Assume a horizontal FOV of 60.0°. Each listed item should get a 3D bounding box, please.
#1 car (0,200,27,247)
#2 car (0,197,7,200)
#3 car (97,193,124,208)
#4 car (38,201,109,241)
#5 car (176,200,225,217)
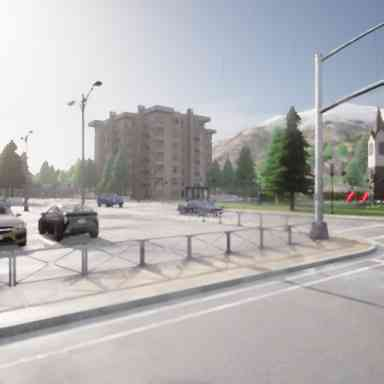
[{"bbox_3d":[-8.375,1.326,13.790,2.152,1.636,5.027,0,0,-36],"label":"car"},{"bbox_3d":[-21.122,1.358,36.764,1.845,1.501,3.633,0,0,-36],"label":"car"},{"bbox_3d":[-11.768,1.136,47.588,2.150,2.045,5.566,0,0,-36],"label":"car"},{"bbox_3d":[-5.863,1.323,15.670,2.007,1.523,4.514,0,0,-36],"label":"car"},{"bbox_3d":[0.645,1.475,30.604,2.033,1.411,5.357,0,0,-36],"label":"car"}]
